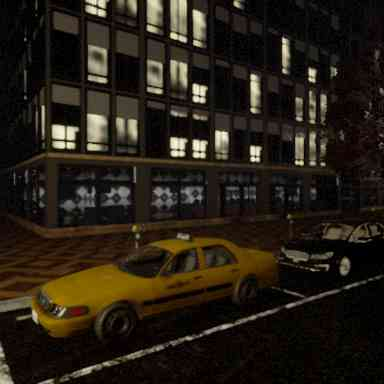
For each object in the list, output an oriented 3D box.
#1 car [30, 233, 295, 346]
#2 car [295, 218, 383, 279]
[{"bbox_3d":[-0.353,1.500,6.306,4.829,1.417,1.752,-1,1,-36],"label":"car"},{"bbox_3d":[4.420,1.480,9.712,4.403,1.369,2.008,-1,1,-36],"label":"car"}]
